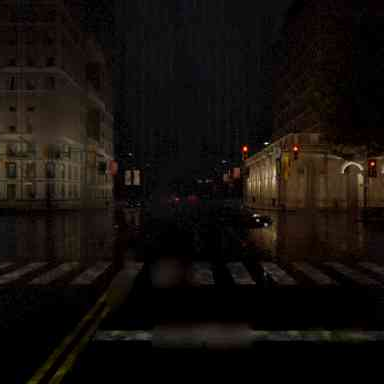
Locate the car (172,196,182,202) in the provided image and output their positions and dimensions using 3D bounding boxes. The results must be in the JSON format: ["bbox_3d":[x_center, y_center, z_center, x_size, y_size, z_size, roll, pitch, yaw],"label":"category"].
[{"bbox_3d":[-3.414,1.539,75.401,2.033,1.411,5.357,0,0,1],"label":"car"}]

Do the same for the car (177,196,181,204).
[{"bbox_3d":[-3.577,1.351,64.110,2.097,1.767,4.553,0,0,1],"label":"car"}]

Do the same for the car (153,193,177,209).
[{"bbox_3d":[-3.634,1.222,45.739,2.150,2.045,5.566,0,0,0],"label":"car"}]

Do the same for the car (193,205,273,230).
[{"bbox_3d":[2.461,1.547,21.586,5.357,1.411,2.033,0,0,44],"label":"car"}]

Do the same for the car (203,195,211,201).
[{"bbox_3d":[3.617,1.464,78.575,2.033,1.411,5.357,0,0,1],"label":"car"}]

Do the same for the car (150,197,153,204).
[{"bbox_3d":[-7.069,1.547,64.366,2.033,1.411,5.357,0,0,1],"label":"car"}]

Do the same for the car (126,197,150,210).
[{"bbox_3d":[-7.351,1.505,44.054,1.837,1.490,4.892,0,0,5],"label":"car"}]

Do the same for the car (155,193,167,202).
[{"bbox_3d":[-6.915,1.225,75.316,2.150,2.045,5.566,0,0,1],"label":"car"}]

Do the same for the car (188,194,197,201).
[{"bbox_3d":[0.117,1.279,78.577,2.097,1.767,4.553,0,0,1],"label":"car"}]
